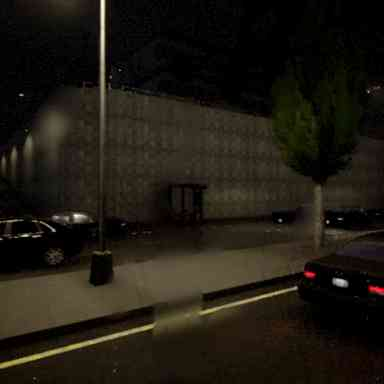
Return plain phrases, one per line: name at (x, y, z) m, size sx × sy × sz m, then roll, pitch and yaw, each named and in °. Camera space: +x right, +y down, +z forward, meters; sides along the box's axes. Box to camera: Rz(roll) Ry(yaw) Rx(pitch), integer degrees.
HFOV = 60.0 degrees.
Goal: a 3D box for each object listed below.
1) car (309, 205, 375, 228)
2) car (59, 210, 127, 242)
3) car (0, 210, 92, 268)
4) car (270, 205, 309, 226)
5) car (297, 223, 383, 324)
car at (9.525, 1.562, 20.622) m, size 4.181 × 1.385 × 1.994 m, roll 0°, pitch 0°, yaw -36°
car at (-5.751, 1.539, 15.366) m, size 5.357 × 1.411 × 2.033 m, roll 0°, pitch 0°, yaw -19°
car at (-5.721, 1.499, 9.737) m, size 4.892 × 1.490 × 1.837 m, roll 0°, pitch 0°, yaw -36°
car at (7.733, 1.599, 23.644) m, size 4.718 × 1.301 × 1.895 m, roll 0°, pitch 0°, yaw -36°
car at (4.491, 1.547, 6.954) m, size 5.357 × 1.411 × 2.033 m, roll 0°, pitch 0°, yaw -36°
